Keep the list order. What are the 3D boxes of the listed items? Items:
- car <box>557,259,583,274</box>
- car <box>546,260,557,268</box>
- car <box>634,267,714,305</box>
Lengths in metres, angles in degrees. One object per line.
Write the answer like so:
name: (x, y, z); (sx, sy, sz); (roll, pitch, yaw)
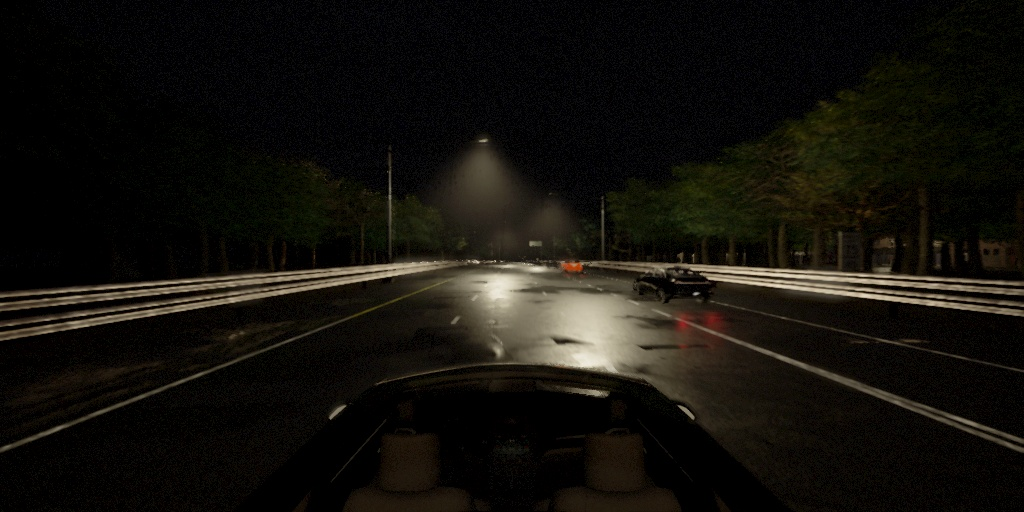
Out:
car: (7.041, 1.136, 42.675); (2.097, 1.767, 4.553); (0, 0, 0)
car: (7.134, 1.439, 64.372); (2.128, 1.511, 4.902); (0, -1, 0)
car: (7.012, 1.241, 16.094); (2.128, 1.511, 4.902); (0, 0, 0)
